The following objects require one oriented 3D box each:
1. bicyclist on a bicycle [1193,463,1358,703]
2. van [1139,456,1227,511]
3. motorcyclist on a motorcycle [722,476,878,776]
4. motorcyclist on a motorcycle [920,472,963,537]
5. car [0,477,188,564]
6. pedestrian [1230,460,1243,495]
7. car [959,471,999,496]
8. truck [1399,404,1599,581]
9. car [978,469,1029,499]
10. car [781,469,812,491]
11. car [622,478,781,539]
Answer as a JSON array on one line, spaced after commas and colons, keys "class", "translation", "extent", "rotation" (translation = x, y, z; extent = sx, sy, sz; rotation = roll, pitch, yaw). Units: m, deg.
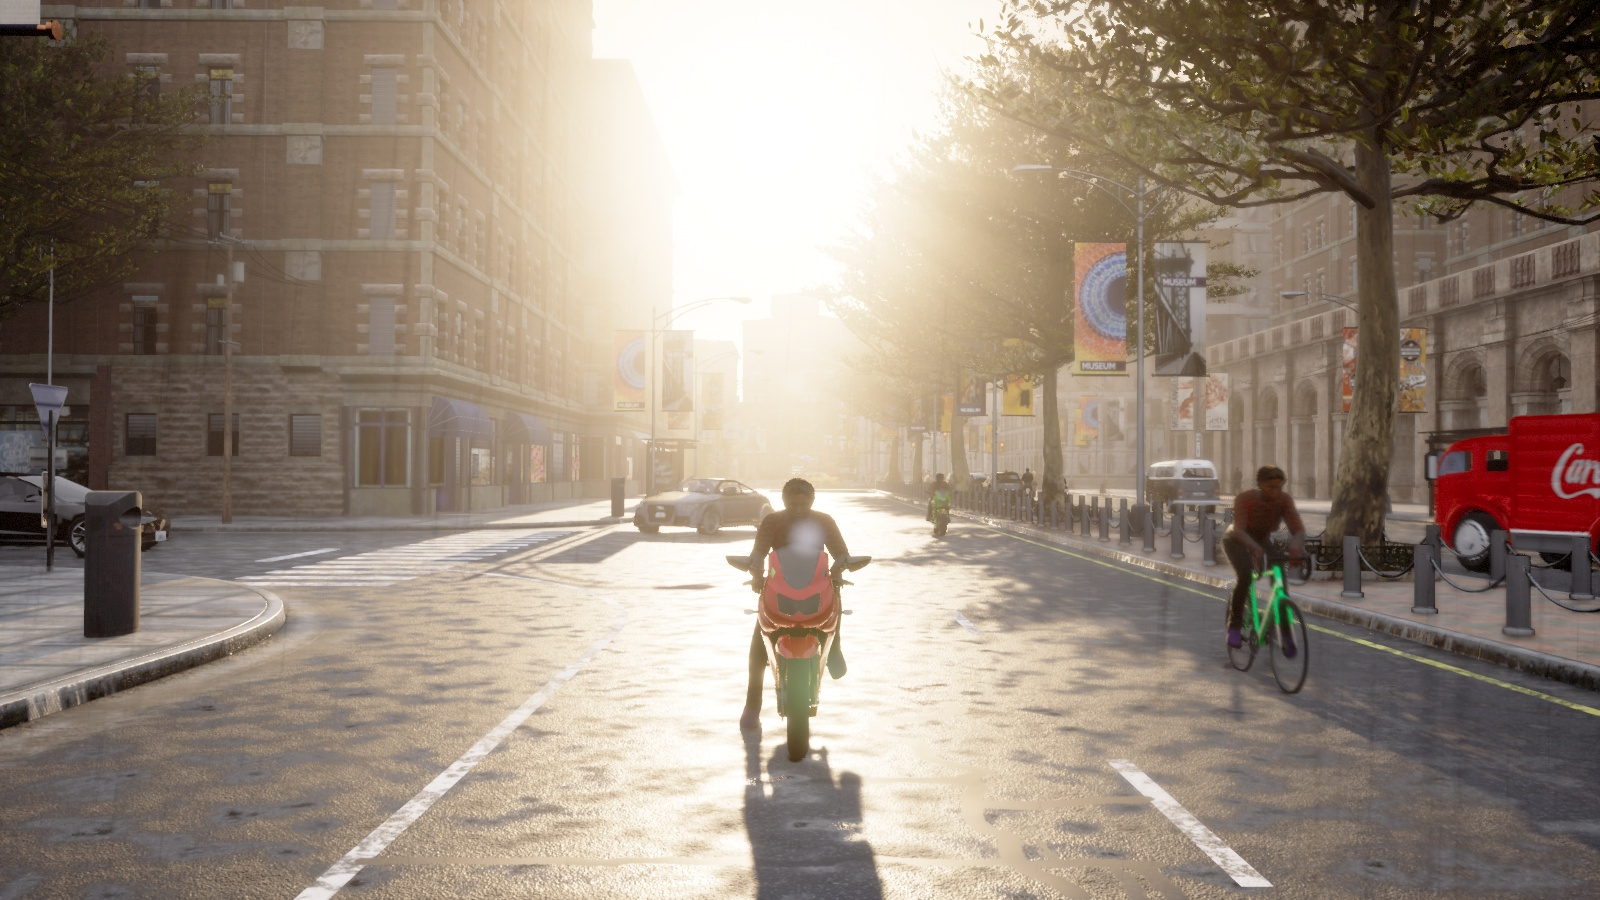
[{"class": "bicyclist on a bicycle", "translation": [3.475, 0.910, 9.320], "extent": [0.582, 1.620, 1.656], "rotation": [0, -1, 0]}, {"class": "van", "translation": [14.870, 1.300, 49.033], "extent": [2.069, 2.038, 4.480], "rotation": [0, -1, 0]}, {"class": "motorcyclist on a motorcycle", "translation": [-0.005, 0.922, 7.471], "extent": [0.797, 1.523, 2.044], "rotation": [0, -1, 0]}, {"class": "motorcyclist on a motorcycle", "translation": [3.419, 1.295, 30.578], "extent": [0.797, 1.523, 2.044], "rotation": [0, -1, 0]}, {"class": "car", "translation": [-14.050, 1.253, 22.836], "extent": [4.792, 1.488, 2.163], "rotation": [0, -1, -1]}, {"class": "pedestrian", "translation": [24.255, 1.543, 69.759], "extent": [0.423, 1.949, 0.788], "rotation": [0, -1, 0]}, {"class": "car", "translation": [11.291, 2.105, 79.474], "extent": [1.837, 1.490, 4.892], "rotation": [0, -1, 0]}, {"class": "truck", "translation": [12.083, 0.596, 18.877], "extent": [2.627, 2.467, 5.204], "rotation": [-1, -1, -19]}, {"class": "car", "translation": [11.311, 1.873, 70.087], "extent": [2.033, 1.649, 4.856], "rotation": [0, -1, 0]}, {"class": "car", "translation": [-0.245, 2.292, 97.475], "extent": [2.242, 1.667, 4.611], "rotation": [0, -1, 2]}, {"class": "car", "translation": [-2.398, 1.417, 31.584], "extent": [1.994, 1.385, 4.181], "rotation": [-1, -1, 29]}]
